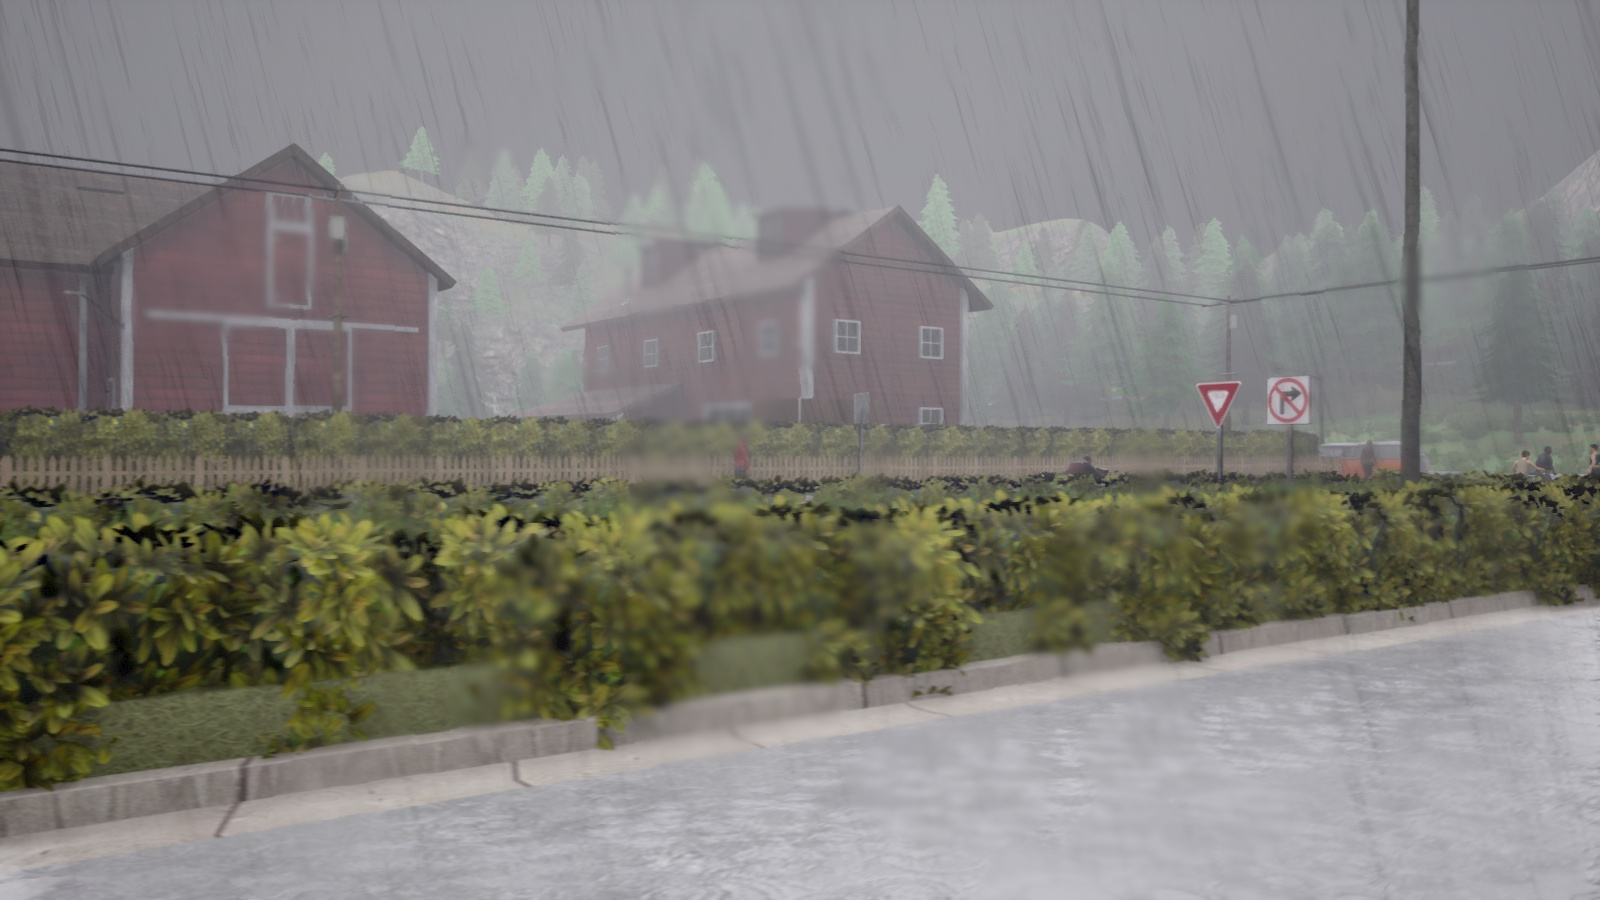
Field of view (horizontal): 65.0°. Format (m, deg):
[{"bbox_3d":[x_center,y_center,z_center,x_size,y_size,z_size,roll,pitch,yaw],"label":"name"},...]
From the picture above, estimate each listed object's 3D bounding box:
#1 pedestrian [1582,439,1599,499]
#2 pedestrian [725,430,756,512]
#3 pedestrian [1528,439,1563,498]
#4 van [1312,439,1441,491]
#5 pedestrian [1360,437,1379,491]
[{"bbox_3d":[24.613,0.582,38.874,0.345,1.836,0.594,0,0,-27],"label":"pedestrian"},{"bbox_3d":[-1.369,0.479,28.909,0.636,1.846,0.331,0,0,-35],"label":"pedestrian"},{"bbox_3d":[24.133,0.588,40.657,0.563,1.883,0.849,0,0,-45],"label":"pedestrian"},{"bbox_3d":[22.904,0.581,50.018,1.775,1.987,4.442,0,0,-31],"label":"van"},{"bbox_3d":[19.541,0.474,43.105,0.634,1.846,0.331,0,0,-38],"label":"pedestrian"}]
